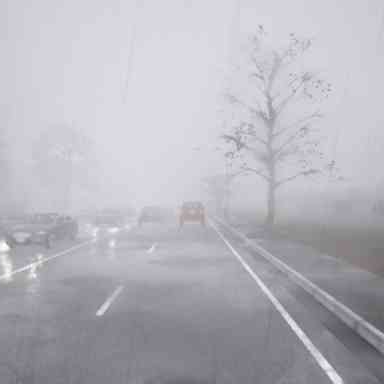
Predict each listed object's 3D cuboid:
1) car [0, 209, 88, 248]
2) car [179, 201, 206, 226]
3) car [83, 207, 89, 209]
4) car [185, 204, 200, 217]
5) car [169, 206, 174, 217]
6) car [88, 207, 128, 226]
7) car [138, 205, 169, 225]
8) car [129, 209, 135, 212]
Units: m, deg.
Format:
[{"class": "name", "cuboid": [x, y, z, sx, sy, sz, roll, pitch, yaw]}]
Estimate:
[{"class": "car", "cuboid": [-7.076, 1.776, 16.226, 2.128, 1.511, 4.902, 0, -1, 0]}, {"class": "car", "cuboid": [0.022, 1.837, 29.356, 2.150, 2.045, 5.566, 0, -1, 0]}, {"class": "car", "cuboid": [-10.490, 2.289, 34.409, 2.033, 1.411, 5.357, 0, -1, 0]}, {"class": "car", "cuboid": [0.069, 2.475, 44.577, 1.882, 1.535, 5.008, 0, -1, 0]}, {"class": "car", "cuboid": [-3.436, 2.531, 44.016, 2.033, 1.411, 5.357, 0, -1, 0]}, {"class": "car", "cuboid": [-7.028, 2.101, 28.552, 1.837, 1.490, 4.892, 0, -2, 0]}, {"class": "car", "cuboid": [-3.477, 1.978, 29.797, 2.097, 1.767, 4.553, 0, -1, 0]}, {"class": "car", "cuboid": [-6.989, 2.014, 34.467, 1.994, 1.385, 4.181, 0, -1, 0]}]
